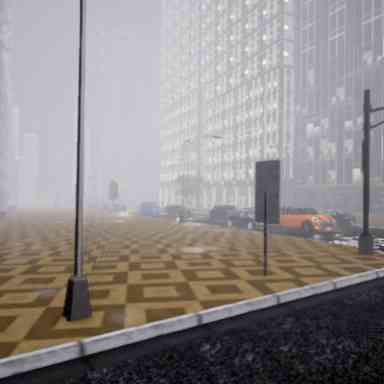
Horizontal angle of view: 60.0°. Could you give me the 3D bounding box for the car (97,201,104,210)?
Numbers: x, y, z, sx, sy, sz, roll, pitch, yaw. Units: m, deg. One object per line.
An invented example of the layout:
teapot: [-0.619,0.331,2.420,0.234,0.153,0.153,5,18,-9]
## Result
car: [-18.032,3.046,70.146,1.887,1.381,4.507,0,-1,-26]

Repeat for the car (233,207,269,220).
car: [6.775,2.421,38.445,1.947,1.339,4.313,0,-1,-26]

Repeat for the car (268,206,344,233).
car: [7.759,1.829,23.216,2.097,1.767,4.553,1,-2,-25]

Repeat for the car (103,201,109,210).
car: [-15.490,2.907,64.940,1.752,1.417,4.829,0,-1,-26]

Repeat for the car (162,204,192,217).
car: [-1.762,2.381,42.786,1.882,1.535,5.008,1,-2,-26]

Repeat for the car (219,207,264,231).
car: [4.181,2.038,24.663,2.008,1.369,4.403,0,-1,-26]

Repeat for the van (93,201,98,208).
van: [-20.501,2.960,75.202,1.690,1.788,3.998,0,-1,-26]

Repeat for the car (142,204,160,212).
car: [-7.754,2.961,62.087,1.895,1.301,4.718,1,-2,-26]

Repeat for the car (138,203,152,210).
car: [-10.502,3.233,73.820,1.802,1.307,4.206,0,-1,-26]

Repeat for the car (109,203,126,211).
car: [-13.096,2.820,60.039,2.008,1.369,4.403,0,-1,-26]

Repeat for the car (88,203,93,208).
car: [-25.436,3.399,85.305,1.887,1.381,4.507,0,-1,-26]

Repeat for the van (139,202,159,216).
van: [-5.693,2.270,44.883,1.690,1.788,3.998,0,-1,-26]

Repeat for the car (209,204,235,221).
car: [3.467,2.021,32.062,2.097,1.767,4.553,1,-2,-26]

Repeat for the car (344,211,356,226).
car: [11.711,2.187,28.338,2.008,1.369,4.403,0,-1,-26]

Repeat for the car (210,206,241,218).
car: [4.307,2.532,43.499,1.947,1.339,4.313,0,-1,-26]

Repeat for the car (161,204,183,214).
car: [-3.223,2.658,52.891,1.837,1.490,4.892,1,-2,-25]
